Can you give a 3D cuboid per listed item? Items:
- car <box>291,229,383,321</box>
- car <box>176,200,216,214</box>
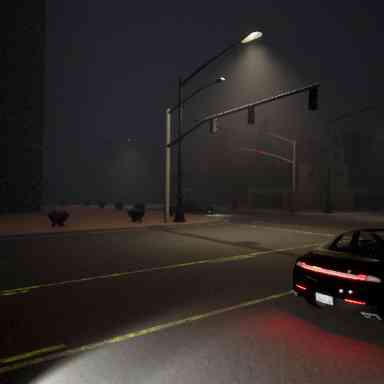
[{"bbox_3d":[4.098,1.503,6.727,4.902,1.511,2.128,0,0,-35],"label":"car"},{"bbox_3d":[0.265,1.624,36.056,2.033,1.411,5.357,1,-1,-35],"label":"car"}]
